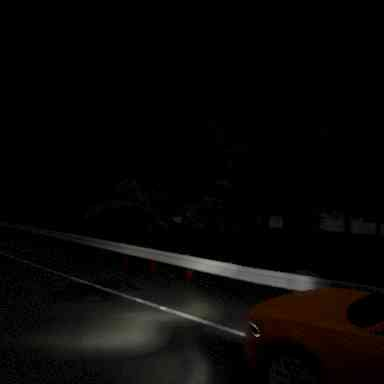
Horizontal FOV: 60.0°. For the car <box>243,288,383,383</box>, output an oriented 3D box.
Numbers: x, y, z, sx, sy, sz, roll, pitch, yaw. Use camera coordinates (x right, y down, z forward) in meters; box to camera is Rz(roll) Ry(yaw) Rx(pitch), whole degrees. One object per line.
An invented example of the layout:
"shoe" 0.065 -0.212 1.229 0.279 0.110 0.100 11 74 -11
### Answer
"car" 2.863 1.583 3.128 5.008 1.535 1.882 0 -1 40
